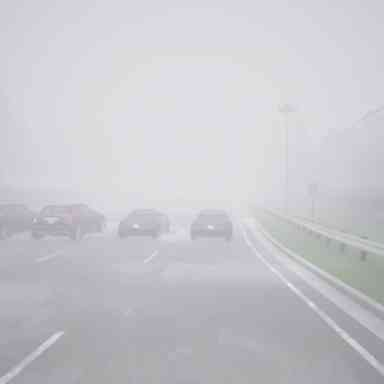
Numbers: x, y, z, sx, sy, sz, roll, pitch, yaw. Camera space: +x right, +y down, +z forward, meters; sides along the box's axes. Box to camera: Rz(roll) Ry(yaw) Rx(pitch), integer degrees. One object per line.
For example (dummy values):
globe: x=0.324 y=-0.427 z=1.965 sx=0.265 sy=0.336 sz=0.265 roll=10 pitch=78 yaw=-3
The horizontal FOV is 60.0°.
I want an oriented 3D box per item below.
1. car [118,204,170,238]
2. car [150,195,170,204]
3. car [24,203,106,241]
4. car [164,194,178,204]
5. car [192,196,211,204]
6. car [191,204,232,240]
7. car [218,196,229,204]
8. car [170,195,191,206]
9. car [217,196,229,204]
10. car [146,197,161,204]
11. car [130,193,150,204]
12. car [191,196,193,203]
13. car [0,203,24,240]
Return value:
car: x=-2.408 y=1.555 z=17.540 sx=1.994 sy=1.385 sz=4.181 roll=0 pitch=0 yaw=6
car: x=-5.286 y=1.576 z=56.461 sx=1.895 sy=1.301 sz=4.718 roll=0 pitch=0 yaw=6
car: x=-6.007 y=1.337 z=16.820 sx=2.097 sy=1.767 sz=4.553 roll=0 pitch=0 yaw=6
car: x=-4.203 y=1.340 z=66.345 sx=2.097 sy=1.767 sz=4.553 roll=0 pitch=0 yaw=6
car: x=1.672 y=1.588 z=55.699 sx=1.895 sy=1.301 sz=4.718 roll=0 pitch=0 yaw=6
car: x=1.069 y=1.561 z=17.152 sx=1.994 sy=1.385 sz=4.181 roll=0 pitch=0 yaw=6
car: x=6.238 y=1.484 z=65.231 sx=2.128 sy=1.511 sz=4.902 roll=0 pitch=0 yaw=6
car: x=-1.856 y=1.473 z=55.636 sx=2.128 sy=1.511 sz=4.902 roll=0 pitch=0 yaw=6
car: x=5.103 y=1.484 z=54.873 sx=2.128 sy=1.511 sz=4.902 roll=0 pitch=0 yaw=6
car: x=-7.676 y=1.589 z=66.786 sx=1.895 sy=1.301 sz=4.718 roll=0 pitch=0 yaw=6
car: x=-8.810 y=1.191 z=56.428 sx=2.150 sy=2.045 sz=5.566 roll=0 pitch=0 yaw=6
car: x=-0.721 y=1.473 z=65.994 sx=2.128 sy=1.511 sz=4.902 roll=0 pitch=0 yaw=6
car: x=-9.486 y=1.332 z=17.211 sx=2.097 sy=1.767 sz=4.553 roll=0 pitch=0 yaw=6
